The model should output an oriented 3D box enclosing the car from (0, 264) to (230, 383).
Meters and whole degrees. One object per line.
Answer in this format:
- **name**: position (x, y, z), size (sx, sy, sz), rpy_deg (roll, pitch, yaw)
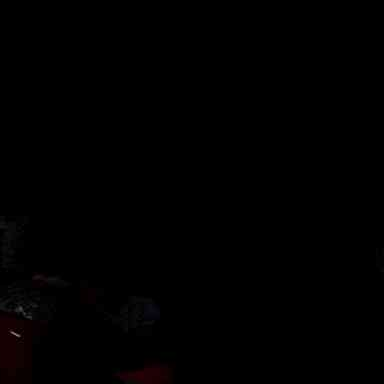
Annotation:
- **car**: position (-1.546, 1.598, 4.175), size (4.206, 1.307, 1.802), rpy_deg (0, 0, 35)
